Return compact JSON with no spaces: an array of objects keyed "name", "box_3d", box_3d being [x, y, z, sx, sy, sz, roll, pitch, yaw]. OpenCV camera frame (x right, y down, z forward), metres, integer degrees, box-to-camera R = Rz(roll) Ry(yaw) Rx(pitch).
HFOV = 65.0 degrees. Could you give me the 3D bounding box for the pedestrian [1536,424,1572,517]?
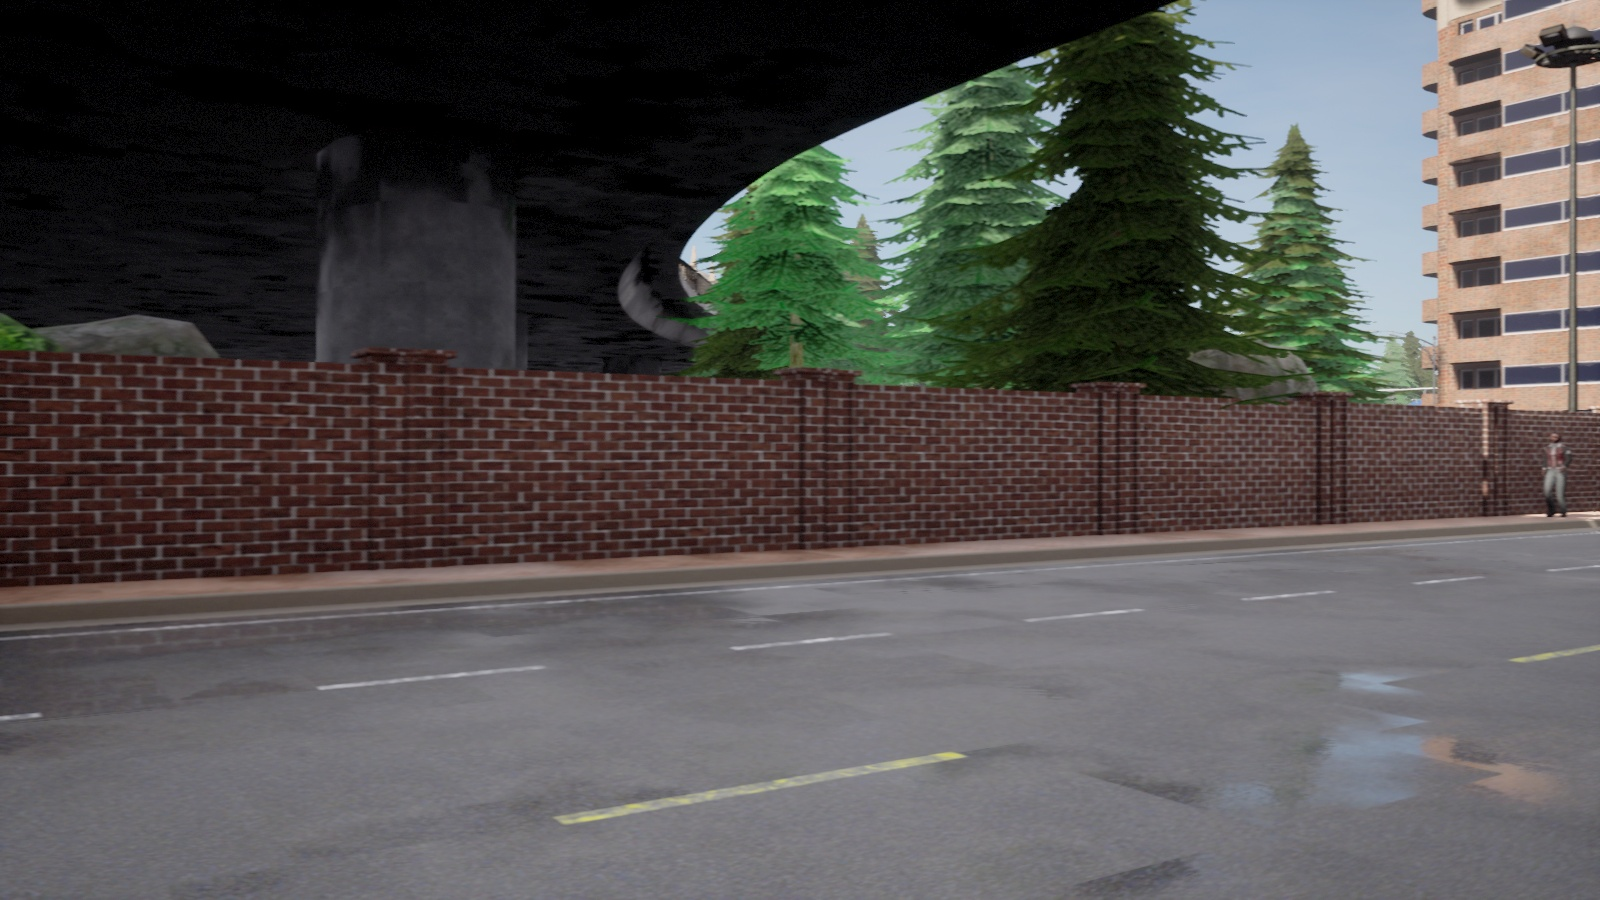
[{"name":"pedestrian","box_3d":[15.904,0.430,26.488,0.666,1.930,0.402,0,0,-33]}]
